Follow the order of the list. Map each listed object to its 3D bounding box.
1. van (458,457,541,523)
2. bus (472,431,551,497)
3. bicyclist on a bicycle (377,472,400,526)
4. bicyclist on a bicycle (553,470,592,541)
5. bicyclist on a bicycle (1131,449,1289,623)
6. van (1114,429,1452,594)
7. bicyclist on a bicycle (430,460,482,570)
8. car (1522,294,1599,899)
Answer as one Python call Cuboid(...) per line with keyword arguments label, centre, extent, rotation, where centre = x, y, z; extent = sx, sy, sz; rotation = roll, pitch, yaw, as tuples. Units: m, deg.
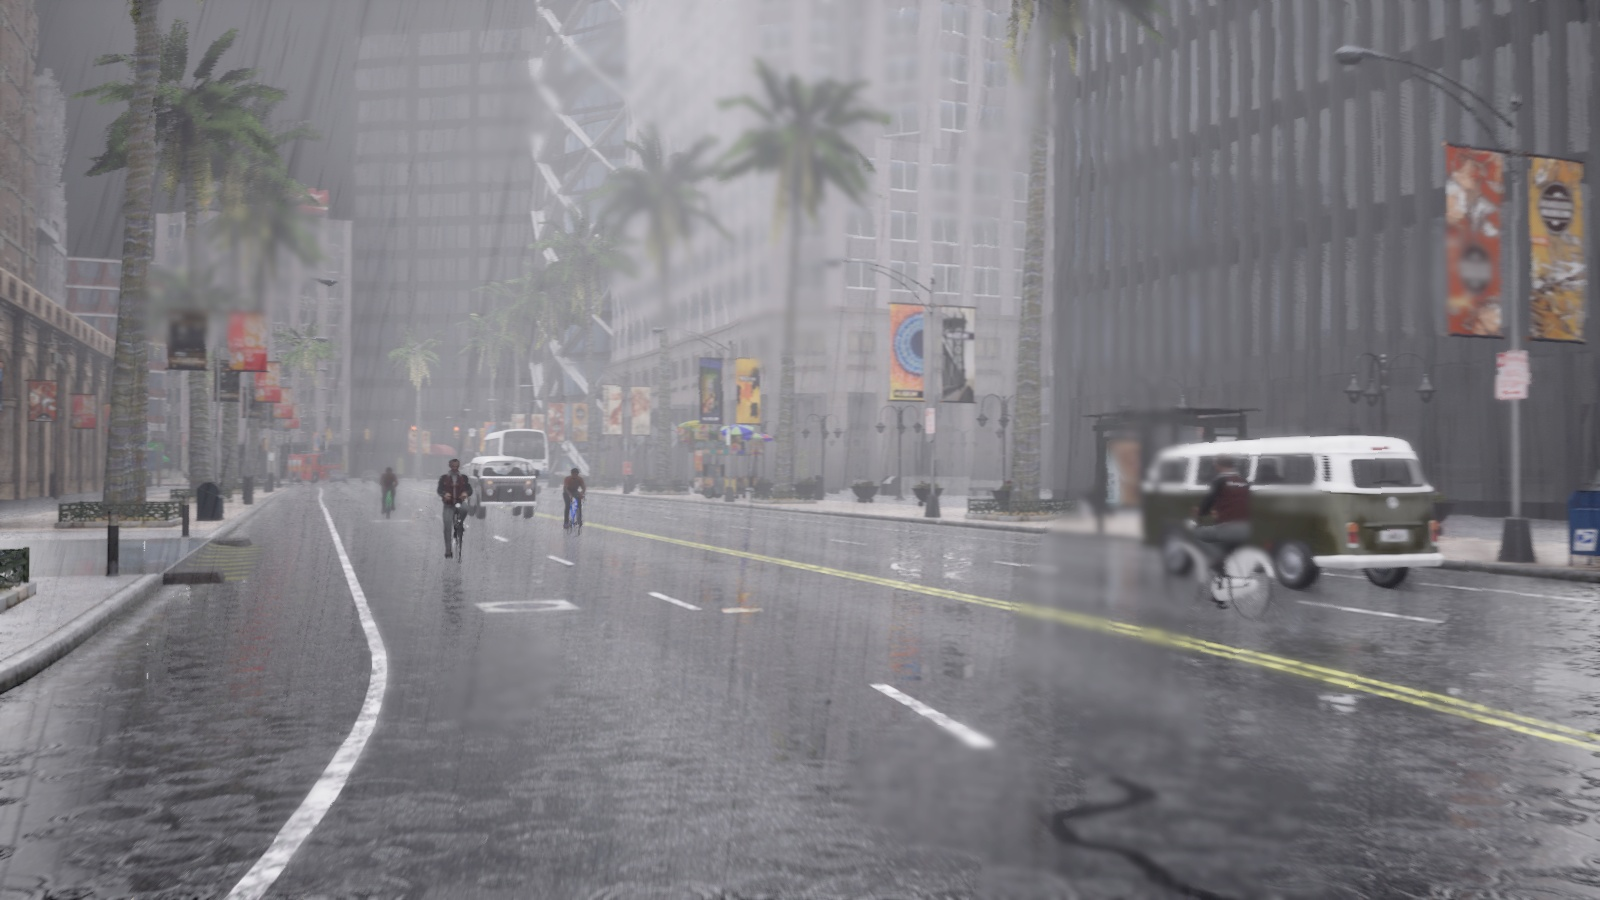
Cuboid(label="van", centre=(-9.929, 1.282, 41.245), extent=(2.069, 2.038, 4.480), rotation=(0, -1, -21))
Cuboid(label="bus", centre=(-20.032, 0.996, 86.629), extent=(3.944, 4.253, 10.273), rotation=(0, -1, -21))
Cuboid(label="bicyclist on a bicycle", centre=(-12.669, 1.482, 38.648), extent=(0.582, 1.620, 1.656), rotation=(0, -1, -21))
Cuboid(label="bicyclist on a bicycle", centre=(-5.385, 1.294, 29.694), extent=(0.582, 1.620, 1.656), rotation=(0, -1, -21))
Cuboid(label="bicyclist on a bicycle", centre=(4.471, 0.894, 13.844), extent=(0.659, 1.776, 1.843), rotation=(0, -1, -19))
Cuboid(label="van", centre=(6.695, 0.805, 18.035), extent=(2.069, 2.038, 4.480), rotation=(0, -1, -20))
Cuboid(label="bicyclist on a bicycle", centre=(-5.888, 1.075, 21.412), extent=(0.659, 1.776, 1.843), rotation=(0, -1, -21))
Cuboid(label="car", centre=(3.523, 0.535, 1.189), extent=(2.150, 2.045, 5.566), rotation=(0, -1, -4))
